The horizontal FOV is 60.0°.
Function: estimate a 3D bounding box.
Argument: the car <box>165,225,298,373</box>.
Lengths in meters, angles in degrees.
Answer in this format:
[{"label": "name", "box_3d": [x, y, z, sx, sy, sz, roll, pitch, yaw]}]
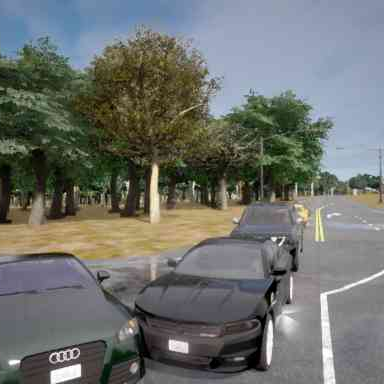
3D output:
[{"label": "car", "box_3d": [0.754, 1.612, 6.206, 1.882, 1.535, 5.008, -1, -2, 21]}]

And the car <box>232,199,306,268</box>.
[{"label": "car", "box_3d": [2.887, 1.458, 12.343, 2.150, 2.045, 5.566, -2, 0, 21]}]

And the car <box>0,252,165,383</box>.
[{"label": "car", "box_3d": [-2.294, 1.642, 4.914, 1.994, 1.385, 4.181, 1, -2, -33]}]

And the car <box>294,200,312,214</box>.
[{"label": "car", "box_3d": [13.398, 1.743, 40.070, 1.812, 1.442, 4.674, -1, 0, 21]}]

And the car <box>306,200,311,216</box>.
[{"label": "car", "box_3d": [9.354, 1.721, 29.493, 1.812, 1.442, 4.674, -1, 0, 21]}]

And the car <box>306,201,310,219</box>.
[{"label": "car", "box_3d": [7.285, 1.661, 23.992, 1.882, 1.535, 5.008, -1, 0, 21]}]

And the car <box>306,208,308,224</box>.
[{"label": "car", "box_3d": [5.125, 1.772, 18.242, 1.895, 1.301, 4.718, -1, 0, 21]}]
